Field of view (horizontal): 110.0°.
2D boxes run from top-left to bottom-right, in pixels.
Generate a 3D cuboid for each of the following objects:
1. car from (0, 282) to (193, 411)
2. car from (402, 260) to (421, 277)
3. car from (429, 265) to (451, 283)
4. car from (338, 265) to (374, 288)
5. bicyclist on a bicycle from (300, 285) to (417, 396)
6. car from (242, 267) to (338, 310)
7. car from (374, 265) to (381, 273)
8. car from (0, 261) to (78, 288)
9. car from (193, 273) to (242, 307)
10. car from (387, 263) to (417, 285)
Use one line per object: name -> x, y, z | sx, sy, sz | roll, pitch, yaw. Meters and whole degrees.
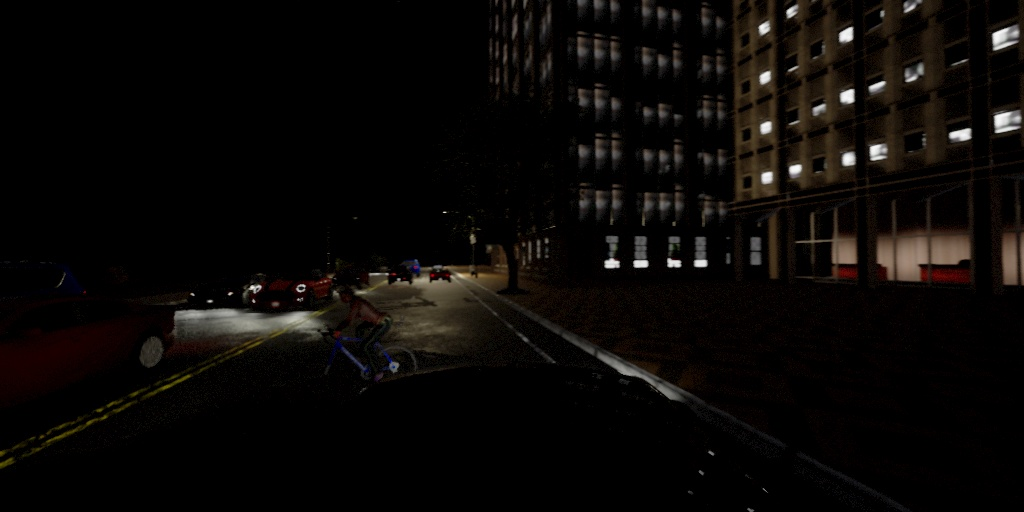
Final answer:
car -> -7.223, 1.315, 4.990 | 1.882, 1.535, 5.008 | 0, -1, -13
car -> -12.182, 1.493, 43.080 | 2.150, 2.045, 5.566 | 0, -1, -12
car -> -6.619, 1.726, 32.941 | 1.895, 1.301, 4.718 | 0, -1, -12
car -> -12.104, 1.584, 27.214 | 1.882, 1.535, 5.008 | 0, -1, -12
bicyclist on a bicycle -> -2.292, 1.258, 5.387 | 1.656, 1.620, 0.582 | -2, 0, -13
car -> -9.694, 1.325, 16.156 | 2.097, 1.767, 4.553 | 0, -1, -12
car -> -22.036, 2.050, 56.927 | 1.994, 1.385, 4.181 | 0, -1, -12
car -> -10.836, 1.102, 6.257 | 2.150, 2.045, 5.566 | 0, -1, -13
car -> -13.382, 1.565, 17.798 | 2.033, 1.411, 5.357 | 0, -1, -12
car -> -9.409, 1.626, 30.580 | 1.837, 1.490, 4.892 | 0, -1, -12
